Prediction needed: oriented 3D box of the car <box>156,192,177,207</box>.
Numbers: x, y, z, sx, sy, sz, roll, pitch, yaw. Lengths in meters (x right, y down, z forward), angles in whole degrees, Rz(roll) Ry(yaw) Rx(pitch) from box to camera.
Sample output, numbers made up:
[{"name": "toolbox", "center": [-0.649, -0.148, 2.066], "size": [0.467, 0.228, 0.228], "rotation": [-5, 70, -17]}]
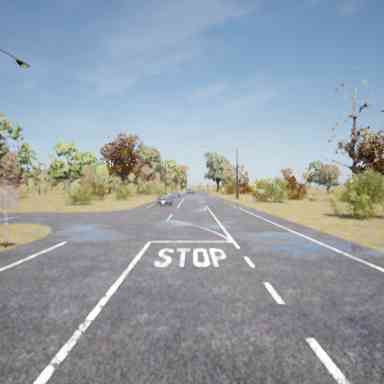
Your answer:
[{"name": "car", "center": [-3.434, 1.021, 42.125], "size": [2.128, 1.511, 4.902], "rotation": [0, 1, 0]}]

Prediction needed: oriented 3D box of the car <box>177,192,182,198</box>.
[{"name": "car", "center": [-3.457, 0.646, 74.453], "size": [1.812, 1.442, 4.674], "rotation": [0, 1, 0]}]
